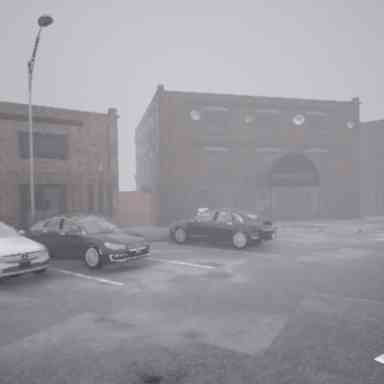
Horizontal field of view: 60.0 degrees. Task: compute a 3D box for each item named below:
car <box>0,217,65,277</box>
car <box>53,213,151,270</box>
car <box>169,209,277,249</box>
[{"bbox_3d":[-5.945,1.525,9.357,4.674,1.452,2.002,-1,-1,35],"label":"car"},{"bbox_3d":[-3.560,1.484,11.064,4.892,1.521,2.231,-1,-1,34],"label":"car"},{"bbox_3d":[1.219,1.480,14.460,4.892,1.521,2.231,-1,0,34],"label":"car"}]
